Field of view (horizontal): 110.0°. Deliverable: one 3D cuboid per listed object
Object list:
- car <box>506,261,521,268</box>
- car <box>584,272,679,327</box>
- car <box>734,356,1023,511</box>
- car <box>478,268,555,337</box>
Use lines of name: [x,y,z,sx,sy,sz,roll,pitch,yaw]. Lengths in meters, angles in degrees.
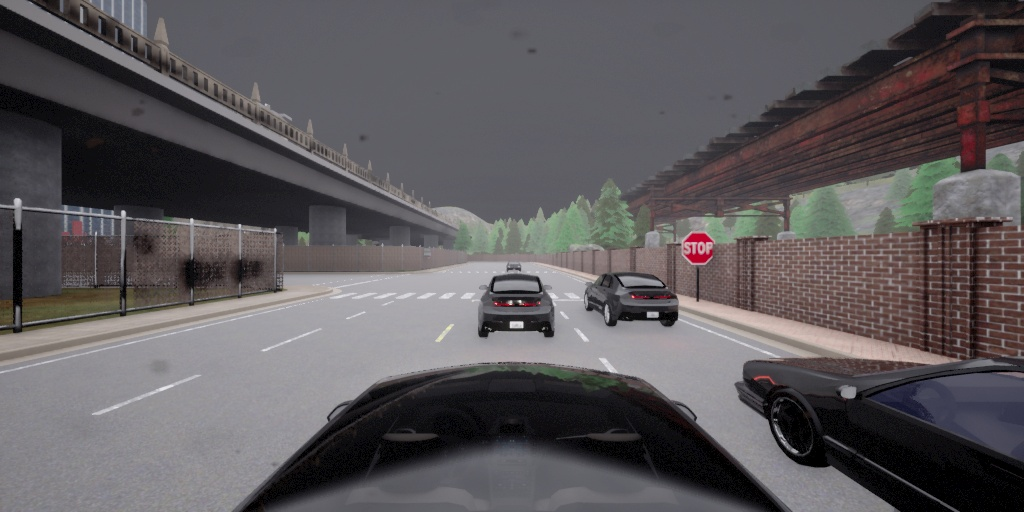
car: [0.225,1.351,46.276,1.895,1.301,4.718,0,0,-1]
car: [3.609,1.255,11.586,1.837,1.490,4.892,0,0,0]
car: [3.600,1.297,1.839,2.033,1.411,5.357,0,0,0]
car: [0.106,1.255,10.229,1.837,1.490,4.892,0,0,0]
